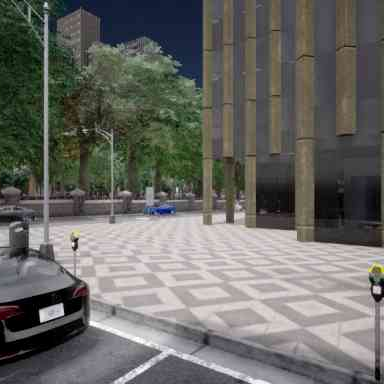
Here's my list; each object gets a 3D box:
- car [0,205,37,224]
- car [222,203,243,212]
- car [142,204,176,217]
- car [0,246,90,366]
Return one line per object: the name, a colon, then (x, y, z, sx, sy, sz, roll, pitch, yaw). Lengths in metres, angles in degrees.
car: (-14.289, 1.775, 25.122, 2.128, 1.511, 4.902, 0, -1, 33)
car: (6.780, 2.618, 55.148, 1.812, 1.442, 4.674, 0, -1, 35)
car: (-3.910, 2.136, 40.067, 1.882, 1.535, 5.008, 0, -1, 35)
car: (-3.471, 1.566, 5.423, 4.313, 1.339, 1.947, 0, 0, 35)
